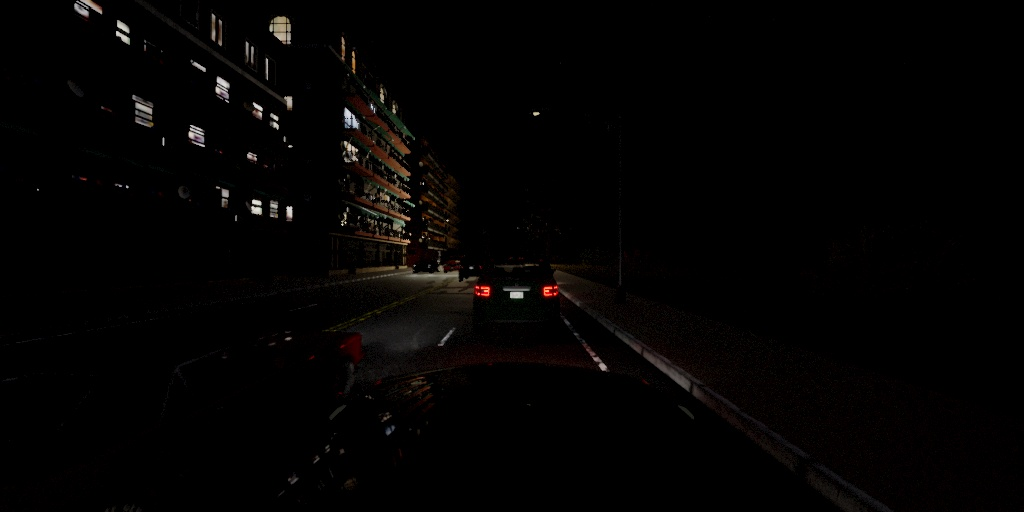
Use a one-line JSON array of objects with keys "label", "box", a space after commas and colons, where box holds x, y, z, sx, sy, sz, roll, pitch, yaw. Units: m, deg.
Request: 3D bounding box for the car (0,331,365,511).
[{"label": "car", "box": [-3.148, 1.351, 3.296, 1.895, 1.301, 4.718, 0, 0, 0]}]

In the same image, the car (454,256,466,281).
[{"label": "car", "box": [-3.058, 0.976, 29.758, 2.150, 2.045, 5.566, 0, 0, 0]}]

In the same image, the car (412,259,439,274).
[{"label": "car", "box": [-9.723, 1.103, 40.610, 2.097, 1.767, 4.553, 0, 0, 0]}]

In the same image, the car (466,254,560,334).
[{"label": "car", "box": [0.123, 0.973, 10.751, 2.150, 2.045, 5.566, 0, 0, 0]}]

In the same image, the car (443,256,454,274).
[{"label": "car", "box": [-6.469, 0.972, 41.580, 2.150, 2.045, 5.566, 0, 0, 0]}]
